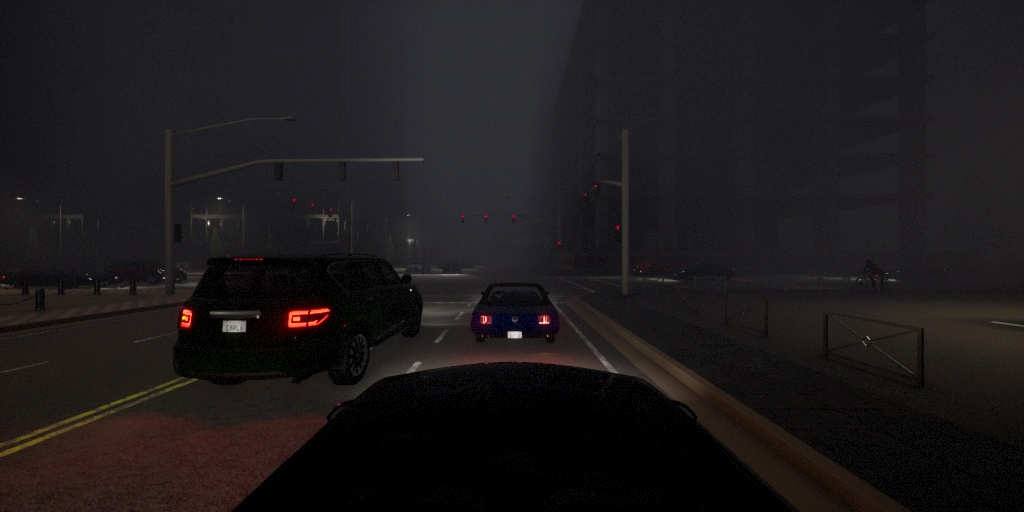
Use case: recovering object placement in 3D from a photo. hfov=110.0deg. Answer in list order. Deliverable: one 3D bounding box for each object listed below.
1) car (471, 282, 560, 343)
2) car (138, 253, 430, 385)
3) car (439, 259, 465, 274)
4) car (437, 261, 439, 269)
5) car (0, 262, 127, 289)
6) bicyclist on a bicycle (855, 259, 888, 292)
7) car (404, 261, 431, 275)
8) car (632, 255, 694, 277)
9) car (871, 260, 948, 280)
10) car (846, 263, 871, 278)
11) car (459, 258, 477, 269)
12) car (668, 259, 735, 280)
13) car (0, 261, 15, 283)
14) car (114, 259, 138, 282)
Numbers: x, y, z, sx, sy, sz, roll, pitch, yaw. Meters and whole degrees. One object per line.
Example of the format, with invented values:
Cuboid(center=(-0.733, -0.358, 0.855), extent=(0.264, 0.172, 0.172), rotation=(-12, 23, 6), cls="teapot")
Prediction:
Cuboid(center=(0.080, 1.351, 9.666), extent=(1.895, 1.301, 4.718), rotation=(0, 0, 0), cls="car")
Cuboid(center=(-3.438, 0.971, 7.152), extent=(2.150, 2.045, 5.566), rotation=(0, 0, 0), cls="car")
Cuboid(center=(-6.801, 1.313, 40.853), extent=(1.994, 1.385, 4.181), rotation=(0, 0, -5), cls="car")
Cuboid(center=(-10.584, 1.227, 57.273), extent=(1.882, 1.535, 5.008), rotation=(0, 0, 0), cls="car")
Cuboid(center=(-27.148, 1.242, 21.622), extent=(5.357, 1.411, 2.033), rotation=(0, 0, 0), cls="car")
Cuboid(center=(18.331, 0.998, 18.310), extent=(0.582, 1.620, 1.656), rotation=(0, 0, 0), cls="bicyclist on a bicycle")
Cuboid(center=(-10.601, 1.276, 40.683), extent=(1.812, 1.442, 4.674), rotation=(0, 0, 0), cls="car")
Cuboid(center=(13.939, 0.911, 32.780), extent=(5.566, 2.045, 2.150), rotation=(-1, 0, 0), cls="car")
Cuboid(center=(32.667, 1.258, 29.334), extent=(4.181, 1.385, 1.994), rotation=(0, 0, 0), cls="car")
Cuboid(center=(33.550, 1.172, 32.837), extent=(5.008, 1.535, 1.882), rotation=(0, 0, 0), cls="car")
Cuboid(center=(-7.090, 1.297, 55.532), extent=(2.033, 1.411, 5.357), rotation=(0, 0, 0), cls="car")
Cuboid(center=(15.651, 1.220, 29.263), extent=(4.674, 1.442, 1.812), rotation=(0, 0, 0), cls="car")
Cuboid(center=(-38.706, 1.172, 25.193), extent=(5.008, 1.535, 1.882), rotation=(0, 0, 1), cls="car")
Cuboid(center=(-25.675, 1.046, 25.135), extent=(4.553, 1.767, 2.097), rotation=(0, 0, 0), cls="car")
